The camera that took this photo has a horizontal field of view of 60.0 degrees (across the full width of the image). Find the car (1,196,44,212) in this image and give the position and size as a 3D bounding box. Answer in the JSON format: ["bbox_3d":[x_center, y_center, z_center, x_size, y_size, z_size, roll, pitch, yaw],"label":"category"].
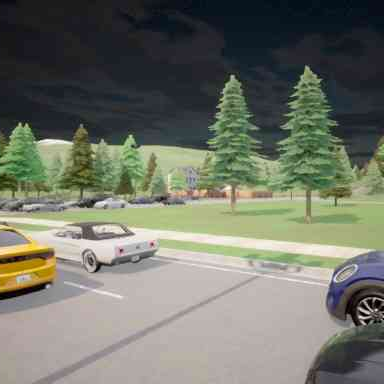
[{"bbox_3d":[-19.152,1.352,38.784,2.097,1.767,4.553,0,0,36],"label":"car"}]

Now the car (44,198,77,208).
[{"bbox_3d":[-19.697,1.564,49.906,1.994,1.385,4.181,0,0,36],"label":"car"}]

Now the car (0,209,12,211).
[{"bbox_3d":[-10.984,1.601,16.109,4.718,1.301,1.895,0,0,35],"label":"car"}]

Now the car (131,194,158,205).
[{"bbox_3d":[-8.951,1.548,58.666,2.033,1.411,5.357,0,0,36],"label":"car"}]

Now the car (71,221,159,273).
[{"bbox_3d":[-3.410,1.601,10.716,4.718,1.301,1.895,0,0,35],"label":"car"}]

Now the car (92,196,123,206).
[{"bbox_3d":[-14.436,1.492,57.093,2.128,1.511,4.902,0,0,36],"label":"car"}]

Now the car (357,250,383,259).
[{"bbox_3d":[4.520,1.352,5.052,4.553,1.767,2.097,0,0,36],"label":"car"}]

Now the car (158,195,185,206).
[{"bbox_3d":[-3.035,1.562,54.900,1.994,1.385,4.181,0,0,36],"label":"car"}]

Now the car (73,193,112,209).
[{"bbox_3d":[-13.456,1.220,46.586,2.150,2.045,5.566,0,0,36],"label":"car"}]

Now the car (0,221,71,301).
[{"bbox_3d":[-5.193,1.478,7.687,5.008,1.535,1.882,0,0,35],"label":"car"}]

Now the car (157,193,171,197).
[{"bbox_3d":[-6.283,1.220,68.128,2.150,2.045,5.566,0,0,36],"label":"car"}]

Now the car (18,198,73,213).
[{"bbox_3d":[-16.175,1.601,36.924,1.895,1.301,4.718,0,0,36],"label":"car"}]

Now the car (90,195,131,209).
[{"bbox_3d":[-10.791,1.526,44.290,1.812,1.442,4.674,0,0,36],"label":"car"}]

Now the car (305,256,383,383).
[{"bbox_3d":[3.122,1.505,1.747,4.892,1.490,1.837,0,0,35],"label":"car"}]

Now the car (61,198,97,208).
[{"bbox_3d":[-16.370,1.601,48.528,1.895,1.301,4.718,0,0,36],"label":"car"}]
